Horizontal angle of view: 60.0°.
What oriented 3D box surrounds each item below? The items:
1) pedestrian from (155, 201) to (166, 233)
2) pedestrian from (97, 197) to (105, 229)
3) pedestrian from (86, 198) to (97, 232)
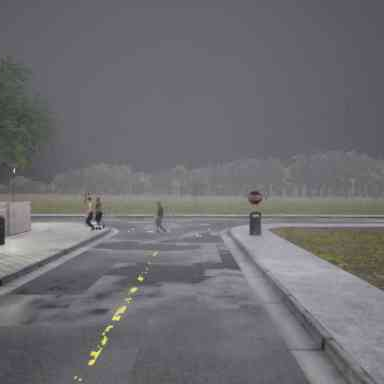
[{"bbox_3d":[-1.705,1.294,17.940,0.375,1.860,0.375,0,0,0],"label":"pedestrian"},{"bbox_3d":[-5.176,1.143,18.556,0.375,1.860,0.375,0,0,0],"label":"pedestrian"},{"bbox_3d":[-5.320,1.142,17.358,0.375,1.860,0.375,0,0,0],"label":"pedestrian"}]
